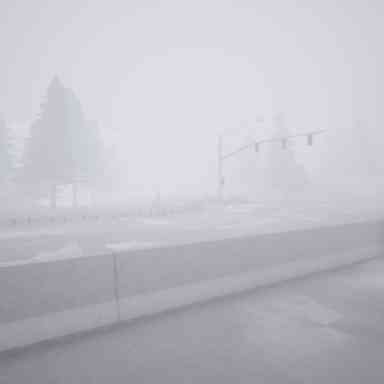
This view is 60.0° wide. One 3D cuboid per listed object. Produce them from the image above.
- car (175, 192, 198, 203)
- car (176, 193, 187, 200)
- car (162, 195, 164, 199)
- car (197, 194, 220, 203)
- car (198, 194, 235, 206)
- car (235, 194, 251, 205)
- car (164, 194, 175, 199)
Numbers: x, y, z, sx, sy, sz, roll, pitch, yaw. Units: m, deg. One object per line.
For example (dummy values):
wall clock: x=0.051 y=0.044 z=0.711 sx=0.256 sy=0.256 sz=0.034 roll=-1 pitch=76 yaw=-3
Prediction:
car: x=-0.691 y=1.213 z=57.696 sx=2.033 sy=1.411 sz=5.357 roll=-1 pitch=0 yaw=-22
car: x=-2.492 y=1.039 z=77.874 sx=1.882 sy=1.535 sz=5.008 roll=-1 pitch=0 yaw=-10
car: x=-5.841 y=1.191 z=76.666 sx=1.895 sy=1.301 sz=4.718 roll=-1 pitch=0 yaw=-10
car: x=2.876 y=1.123 z=58.313 sx=2.128 sy=1.511 sz=4.902 roll=-1 pitch=0 yaw=-22
car: x=3.501 y=1.231 z=48.597 sx=2.033 sy=1.411 sz=5.357 roll=-1 pitch=0 yaw=-28
car: x=6.798 y=1.153 z=49.929 sx=1.837 sy=1.490 sz=4.892 roll=-1 pitch=0 yaw=-28
car: x=-3.741 y=1.238 z=66.789 sx=1.895 sy=1.301 sz=4.718 roll=-1 pitch=0 yaw=-17
